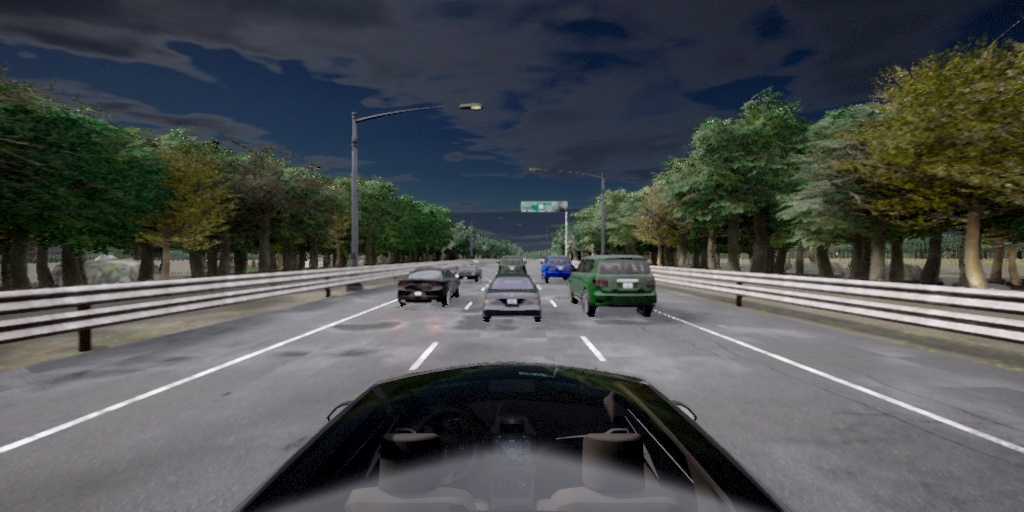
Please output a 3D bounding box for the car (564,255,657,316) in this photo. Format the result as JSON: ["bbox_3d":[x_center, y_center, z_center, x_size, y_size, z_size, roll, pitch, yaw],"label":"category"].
[{"bbox_3d":[3.529,0.982,13.514,2.150,2.045,5.566,0,0,1],"label":"car"}]

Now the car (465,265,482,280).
[{"bbox_3d":[-3.468,1.379,28.999,1.895,1.301,4.718,0,0,1],"label":"car"}]

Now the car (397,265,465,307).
[{"bbox_3d":[-3.451,1.238,15.701,1.882,1.535,5.008,0,0,0],"label":"car"}]

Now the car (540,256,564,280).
[{"bbox_3d":[3.525,1.001,28.493,2.150,2.045,5.566,0,0,1],"label":"car"}]

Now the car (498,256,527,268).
[{"bbox_3d":[0.026,1.000,28.484,2.150,2.045,5.566,0,0,0],"label":"car"}]

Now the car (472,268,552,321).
[{"bbox_3d":[0.019,1.305,12.434,2.033,1.411,5.357,0,0,0],"label":"car"}]
